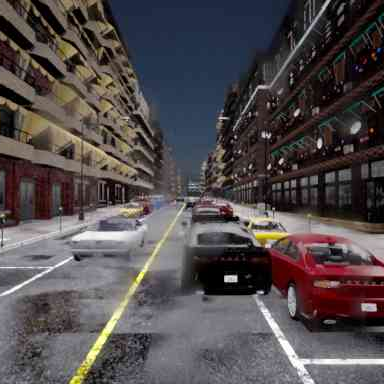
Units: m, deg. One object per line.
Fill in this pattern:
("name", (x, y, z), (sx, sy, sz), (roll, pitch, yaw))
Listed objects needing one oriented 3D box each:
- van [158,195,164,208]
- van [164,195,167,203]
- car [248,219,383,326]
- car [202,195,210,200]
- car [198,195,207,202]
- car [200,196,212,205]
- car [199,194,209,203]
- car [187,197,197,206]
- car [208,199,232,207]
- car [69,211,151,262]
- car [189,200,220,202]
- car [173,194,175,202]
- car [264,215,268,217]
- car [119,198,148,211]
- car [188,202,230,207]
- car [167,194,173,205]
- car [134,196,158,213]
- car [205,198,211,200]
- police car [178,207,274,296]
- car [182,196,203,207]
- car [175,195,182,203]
("van", (-5.261, 1.422, 45.862), (1.690, 1.788, 3.998), (2, 0, 0))
("van", (-5.258, 1.440, 51.394), (1.690, 1.788, 3.998), (1, 0, 0))
("car", (2.589, 1.551, 7.081), (1.887, 1.381, 4.507), (1, 0, 0))
("car", (2.618, 1.644, 51.327), (1.887, 1.381, 4.507), (1, 0, 0))
("car", (2.607, 1.674, 84.513), (1.967, 1.590, 4.097), (1, 0, 0))
("car", (2.635, 1.579, 62.389), (1.967, 1.590, 4.097), (1, 0, 0))
("car", (2.603, 1.498, 73.451), (2.192, 1.841, 5.009), (1, 0, 0))
("car", (0.039, 1.653, 59.471), (1.812, 1.442, 4.674), (0, 0, 0))
("car", (2.603, 1.586, 29.203), (1.887, 1.381, 4.507), (1, 0, 0))
("car", (-2.843, 1.612, 12.299), (1.895, 1.301, 4.718), (0, 0, 0))
("car", (0.841, 1.558, 24.754), (1.812, 1.442, 4.674), (0, 0, 0))
("car", (-5.246, 1.475, 67.984), (2.192, 1.841, 5.009), (1, 0, 0))
("car", (2.593, 1.538, 12.783), (1.752, 1.417, 4.829), (1, 0, 0))
("car", (-5.276, 1.567, 29.101), (1.752, 1.417, 4.829), (2, 0, 0))
("car", (0.837, 1.527, 18.753), (1.837, 1.490, 4.892), (0, 0, 0))
("car", (-5.250, 1.454, 62.455), (2.192, 1.841, 5.009), (1, 0, 0))
("car", (-5.267, 1.369, 34.803), (2.192, 1.841, 5.009), (2, 0, 0))
("car", (2.606, 1.604, 34.735), (2.008, 1.369, 4.403), (1, 0, 0))
("police car", (0.677, 1.433, 8.840), (1.930, 1.638, 5.238), (0, 0, -1))
("car", (0.037, 1.627, 45.279), (2.033, 1.411, 5.357), (0, 0, 0))
("car", (-2.698, 1.807, 78.747), (1.895, 1.301, 4.718), (0, 0, 0))
